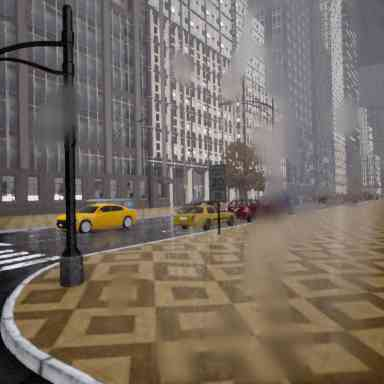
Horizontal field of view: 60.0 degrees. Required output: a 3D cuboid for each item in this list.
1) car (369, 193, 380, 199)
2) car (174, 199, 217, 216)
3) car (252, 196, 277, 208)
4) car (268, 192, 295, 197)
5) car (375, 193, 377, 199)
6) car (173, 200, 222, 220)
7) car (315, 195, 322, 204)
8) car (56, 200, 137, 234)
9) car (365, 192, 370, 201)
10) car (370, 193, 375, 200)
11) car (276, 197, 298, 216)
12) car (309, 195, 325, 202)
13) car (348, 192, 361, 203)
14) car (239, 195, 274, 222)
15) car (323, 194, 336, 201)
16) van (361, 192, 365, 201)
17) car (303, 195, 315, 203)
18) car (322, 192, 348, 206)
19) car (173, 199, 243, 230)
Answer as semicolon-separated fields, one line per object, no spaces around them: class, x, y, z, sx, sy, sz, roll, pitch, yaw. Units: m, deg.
car;45.520;1.005;82.970;2.008;1.369;4.403;-2;-1;35
car;0.416;1.492;32.387;1.752;1.417;4.829;-2;-1;35
car;10.089;1.328;46.308;1.967;1.590;4.097;-2;-1;35
car;10.871;1.047;42.798;2.150;2.045;5.566;-2;-1;35
car;39.146;1.061;73.798;1.947;1.339;4.313;-2;-1;35
car;0.578;1.435;28.053;1.812;1.442;4.674;-2;-1;35
car;21.687;1.154;53.261;1.882;1.535;5.008;-2;-1;35
car;-5.436;1.441;19.406;1.882;1.535;5.008;-2;-1;35
car;32.709;0.980;64.669;1.967;1.590;4.097;-2;-1;35
car;35.916;0.833;69.241;2.192;1.841;5.009;-2;-1;35
car;7.155;1.320;28.025;1.802;1.307;4.206;-2;-1;35
car;26.055;1.314;69.274;1.887;1.381;4.507;-2;-1;35
car;26.291;1.027;55.528;1.967;1.590;4.097;-2;-1;35
car;3.965;1.205;23.440;1.967;1.590;4.097;-2;-1;35
car;32.440;1.271;78.461;1.887;1.381;4.507;-2;-1;35
van;29.503;0.904;60.096;1.690;1.788;3.998;-2;-1;35
car;22.860;1.232;64.682;1.967;1.590;4.097;-2;-1;35
car;20.009;1.159;46.500;1.752;1.417;4.829;-2;-1;35
car;0.876;1.318;18.993;1.752;1.417;4.829;-2;-1;35
